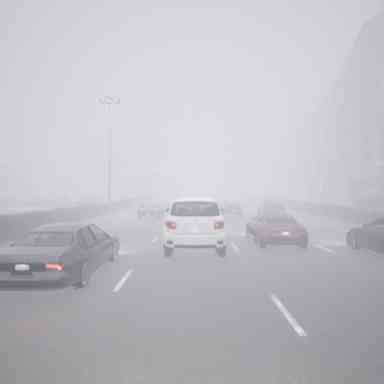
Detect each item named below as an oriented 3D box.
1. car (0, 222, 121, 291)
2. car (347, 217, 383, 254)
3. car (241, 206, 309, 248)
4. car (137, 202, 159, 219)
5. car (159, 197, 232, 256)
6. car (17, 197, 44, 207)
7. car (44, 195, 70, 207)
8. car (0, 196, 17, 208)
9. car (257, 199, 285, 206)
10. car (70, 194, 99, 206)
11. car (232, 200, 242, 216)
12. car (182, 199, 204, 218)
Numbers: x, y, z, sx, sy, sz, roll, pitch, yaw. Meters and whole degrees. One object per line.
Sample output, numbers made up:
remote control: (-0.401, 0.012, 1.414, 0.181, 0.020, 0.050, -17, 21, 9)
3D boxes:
car: (-3.400, 1.553, 9.168, 2.033, 1.411, 5.357, 0, 0, 0)
car: (7.100, 1.528, 11.378, 1.812, 1.442, 4.674, 0, 0, 0)
car: (3.600, 1.558, 14.759, 1.994, 1.385, 4.181, 0, 0, 0)
car: (-3.402, 1.519, 28.295, 1.895, 1.301, 4.718, 0, 0, 0)
car: (0.100, 1.219, 13.259, 2.150, 2.045, 5.566, 0, 0, 0)
car: (-21.079, 1.302, 44.642, 1.994, 1.385, 4.181, 0, 1, 0)
car: (-17.584, 1.244, 44.631, 1.837, 1.490, 4.892, 0, 0, 0)
car: (-24.588, 1.238, 43.963, 2.128, 1.511, 4.902, 0, 1, 0)
car: (7.097, 1.408, 30.112, 1.837, 1.490, 4.892, 0, 1, 0)
car: (-14.085, 1.090, 44.502, 2.097, 1.767, 4.553, 0, 1, 0)
car: (3.597, 1.421, 31.000, 1.812, 1.442, 4.674, 0, 0, 0)
car: (0.097, 1.408, 30.121, 1.837, 1.490, 4.892, 0, 1, 0)
